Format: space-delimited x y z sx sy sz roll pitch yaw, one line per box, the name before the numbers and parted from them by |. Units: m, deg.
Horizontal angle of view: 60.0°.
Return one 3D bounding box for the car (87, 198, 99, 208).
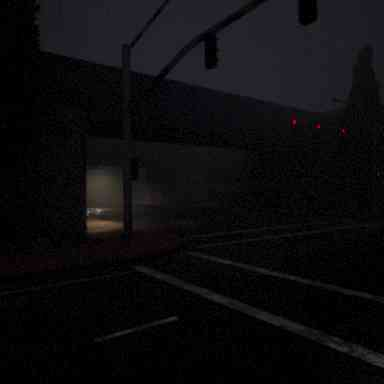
car | -13.978 1.433 44.423 1.895 1.301 4.718 -1 0 -36
